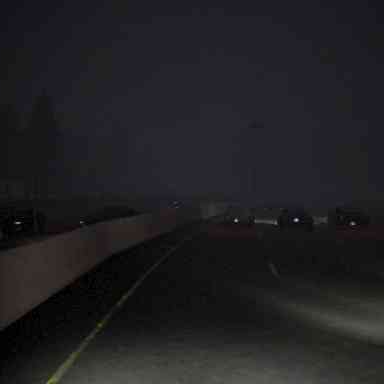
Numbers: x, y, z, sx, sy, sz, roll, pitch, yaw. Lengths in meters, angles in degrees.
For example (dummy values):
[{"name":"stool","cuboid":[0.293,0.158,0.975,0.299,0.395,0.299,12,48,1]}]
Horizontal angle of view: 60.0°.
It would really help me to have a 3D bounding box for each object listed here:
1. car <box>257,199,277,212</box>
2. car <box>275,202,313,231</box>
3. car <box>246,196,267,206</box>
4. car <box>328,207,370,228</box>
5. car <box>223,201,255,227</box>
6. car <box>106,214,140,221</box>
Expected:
[{"name":"car","cuboid":[9.383,1.612,39.715,1.895,1.301,4.718,0,0,25]},{"name":"car","cuboid":[6.423,1.574,20.941,1.994,1.385,4.181,0,0,13]},{"name":"car","cuboid":[11.288,1.501,57.967,2.128,1.511,4.902,0,0,31]},{"name":"car","cuboid":[10.320,1.622,22.267,1.895,1.301,4.718,0,0,15]},{"name":"car","cuboid":[3.286,1.526,22.776,1.812,1.442,4.674,0,0,14]},{"name":"car","cuboid":[-4.766,1.524,20.203,2.033,1.411,5.357,0,0,12]}]
